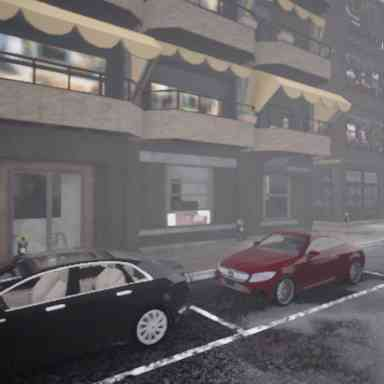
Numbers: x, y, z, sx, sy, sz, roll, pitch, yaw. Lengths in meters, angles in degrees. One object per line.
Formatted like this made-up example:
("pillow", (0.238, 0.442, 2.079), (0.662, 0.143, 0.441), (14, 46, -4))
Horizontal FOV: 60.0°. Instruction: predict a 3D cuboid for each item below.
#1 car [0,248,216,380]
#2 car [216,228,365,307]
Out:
("car", (-2.042, 1.547, 4.634), (4.403, 1.369, 2.008), (0, 1, -35))
("car", (2.465, 1.554, 7.849), (4.206, 1.307, 1.802), (0, 1, -35))
